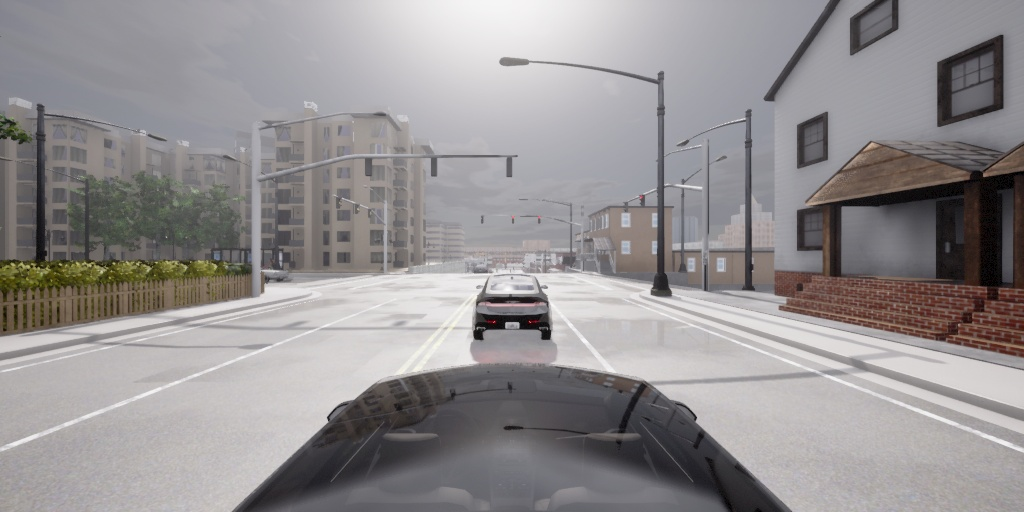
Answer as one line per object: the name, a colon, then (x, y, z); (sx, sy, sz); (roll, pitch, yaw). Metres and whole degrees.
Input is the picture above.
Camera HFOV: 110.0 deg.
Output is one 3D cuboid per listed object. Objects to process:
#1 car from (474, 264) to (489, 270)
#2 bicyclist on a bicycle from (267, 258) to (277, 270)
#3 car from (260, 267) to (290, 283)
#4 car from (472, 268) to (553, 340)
car: (-3.981, 1.774, 47.319); (1.812, 1.442, 4.674); (0, -4, 0)
bicyclist on a bicycle: (-25.605, 1.053, 38.225); (0.582, 1.620, 1.656); (0, 0, 0)
car: (-19.687, 1.351, 27.208); (4.718, 1.301, 1.895); (0, 0, 0)
car: (0.002, 1.242, 9.927); (2.128, 1.511, 4.902); (0, 0, 0)
